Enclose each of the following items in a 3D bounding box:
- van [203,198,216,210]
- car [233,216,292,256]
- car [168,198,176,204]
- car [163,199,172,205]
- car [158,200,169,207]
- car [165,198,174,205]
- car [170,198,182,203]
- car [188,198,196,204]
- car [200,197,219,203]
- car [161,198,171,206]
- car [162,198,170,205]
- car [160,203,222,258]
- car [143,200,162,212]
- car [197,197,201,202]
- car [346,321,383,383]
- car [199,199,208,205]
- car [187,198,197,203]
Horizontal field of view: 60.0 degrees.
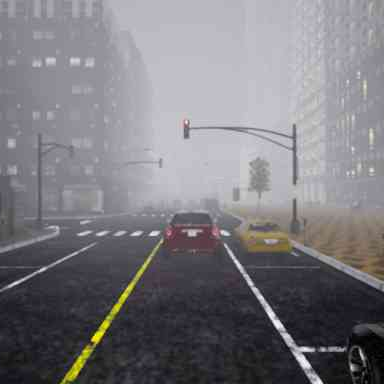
[{"bbox_3d":[2.677,1.867,51.365,1.690,1.788,3.998,0,-1,0],"label":"van"},{"bbox_3d":[2.684,1.660,13.596,1.752,1.417,4.829,0,-1,0],"label":"car"},{"bbox_3d":[-5.707,2.576,95.405,1.752,1.417,4.829,0,-1,0],"label":"car"},{"bbox_3d":[-5.705,2.422,78.993,1.802,1.307,4.206,0,-1,0],"label":"car"},{"bbox_3d":[-5.704,2.257,67.940,1.887,1.381,4.507,0,-1,0],"label":"car"},{"bbox_3d":[-5.707,2.344,84.521,1.967,1.590,4.097,0,-1,0],"label":"car"},{"bbox_3d":[-3.017,2.181,67.198,1.882,1.535,5.008,0,-1,0],"label":"car"},{"bbox_3d":[-0.012,2.301,85.029,1.882,1.535,5.008,0,-1,0],"label":"car"},{"bbox_3d":[2.678,1.781,45.839,2.192,1.841,5.009,0,-1,0],"label":"car"},{"bbox_3d":[-5.705,2.216,73.468,1.967,1.590,4.097,0,-1,0],"label":"car"},{"bbox_3d":[-5.703,2.200,62.414,2.008,1.369,4.403,0,-1,0],"label":"car"},{"bbox_3d":[0.004,1.484,13.434,2.097,1.767,4.553,0,-1,0],"label":"car"},{"bbox_3d":[-5.700,2.017,45.836,2.008,1.369,4.403,0,-1,0],"label":"car"},{"bbox_3d":[2.675,2.027,67.944,2.192,1.841,5.009,0,-1,0],"label":"car"},{"bbox_3d":[2.685,1.588,2.161,1.947,1.339,4.313,0,-1,0],"label":"car"},{"bbox_3d":[2.675,2.385,78.995,1.887,1.381,4.507,0,-1,0],"label":"car"},{"bbox_3d":[-0.011,2.346,75.027,1.994,1.385,4.181,0,-1,0],"label":"car"}]
